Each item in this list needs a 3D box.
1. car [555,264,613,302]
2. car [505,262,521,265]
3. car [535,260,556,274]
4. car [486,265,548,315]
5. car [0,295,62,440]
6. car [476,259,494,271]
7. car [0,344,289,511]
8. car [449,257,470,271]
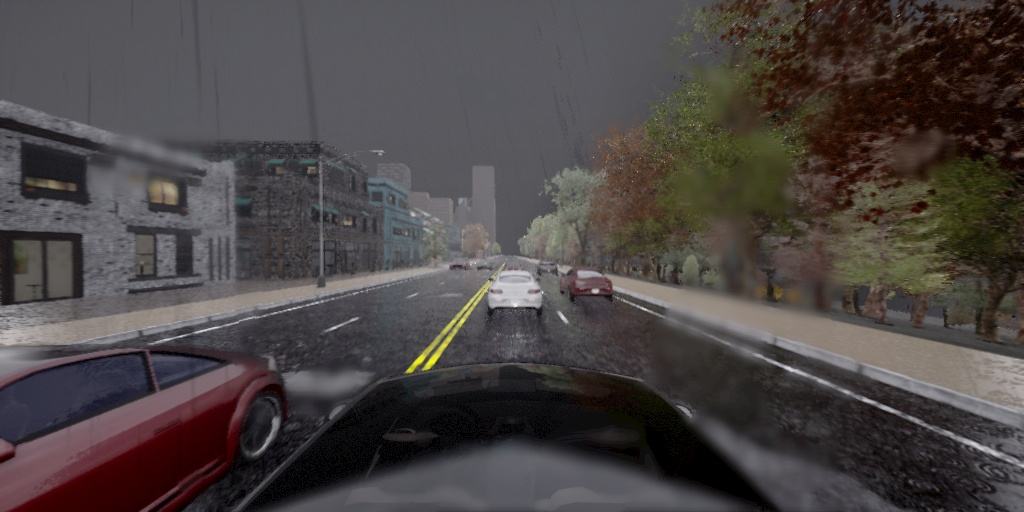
[{"bbox_3d":[3.340,1.225,16.663,1.812,1.442,4.674,0,0,0],"label":"car"},{"bbox_3d":[0.107,1.241,33.940,1.895,1.301,4.718,0,0,0],"label":"car"},{"bbox_3d":[3.358,1.128,35.000,2.128,1.511,4.902,0,0,0],"label":"car"},{"bbox_3d":[0.103,1.236,13.258,1.812,1.442,4.674,0,0,0],"label":"car"},{"bbox_3d":[-6.600,1.240,1.953,2.128,1.511,4.902,0,0,0],"label":"car"},{"bbox_3d":[-3.322,1.106,45.016,1.837,1.490,4.892,0,1,0],"label":"car"},{"bbox_3d":[-3.350,1.313,2.073,1.994,1.385,4.181,0,0,0],"label":"car"},{"bbox_3d":[-6.569,0.953,45.308,2.097,1.767,4.553,0,0,0],"label":"car"}]
